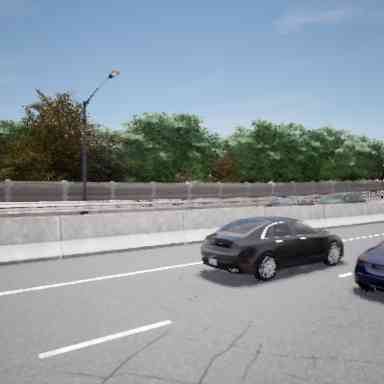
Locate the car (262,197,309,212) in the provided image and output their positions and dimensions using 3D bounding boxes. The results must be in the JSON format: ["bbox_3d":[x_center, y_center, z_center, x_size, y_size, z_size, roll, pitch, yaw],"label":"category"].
[{"bbox_3d":[10.396,1.361,36.699,5.357,1.411,2.033,-1,1,-34],"label":"car"}]

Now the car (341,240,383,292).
[{"bbox_3d":[5.619,1.538,7.690,4.181,1.385,1.994,0,0,-35],"label":"car"}]

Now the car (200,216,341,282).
[{"bbox_3d":[2.497,1.483,9.778,4.892,1.490,1.837,-1,0,-35],"label":"car"}]

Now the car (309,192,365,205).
[{"bbox_3d":[13.614,1.054,30.414,5.566,2.045,2.150,-1,1,-34],"label":"car"}]

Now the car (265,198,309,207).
[{"bbox_3d":[9.650,1.353,31.954,4.902,1.511,2.128,-1,1,-34],"label":"car"}]
